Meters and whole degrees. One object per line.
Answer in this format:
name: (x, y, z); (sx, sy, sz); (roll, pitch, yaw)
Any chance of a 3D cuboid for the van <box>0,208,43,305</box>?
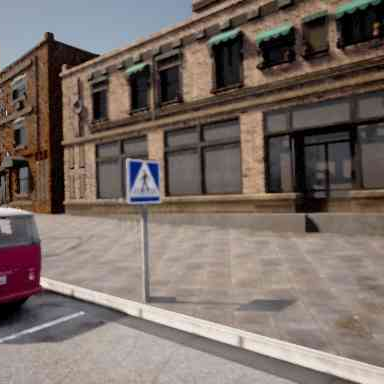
van: (-5.083, 1.274, 6.942); (4.442, 1.987, 1.878); (0, 0, 35)
